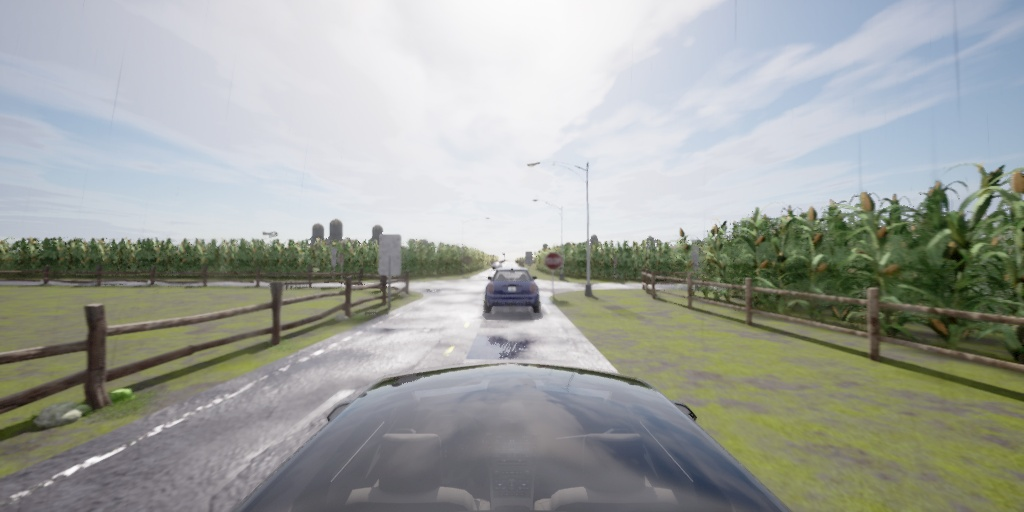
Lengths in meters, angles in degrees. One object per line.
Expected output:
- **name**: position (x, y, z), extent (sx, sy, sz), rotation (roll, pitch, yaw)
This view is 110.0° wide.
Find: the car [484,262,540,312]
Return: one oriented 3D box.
- **car**: position (0.015, 1.245, 15.153), extent (2.097, 1.767, 4.553), rotation (0, -1, 0)
